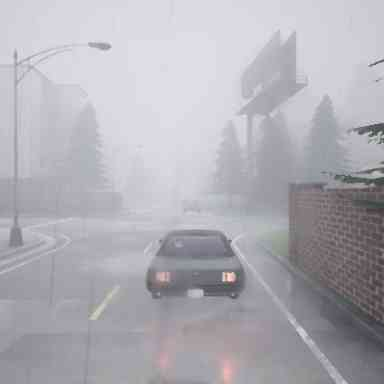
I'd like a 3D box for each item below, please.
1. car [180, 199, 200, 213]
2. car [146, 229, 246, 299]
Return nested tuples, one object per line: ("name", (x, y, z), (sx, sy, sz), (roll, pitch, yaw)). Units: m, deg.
("car", (-0.220, 1.479, 35.732), (2.033, 1.411, 5.357), (0, 0, -6))
("car", (0.083, 1.585, 8.366), (1.895, 1.301, 4.718), (0, 0, 0))
